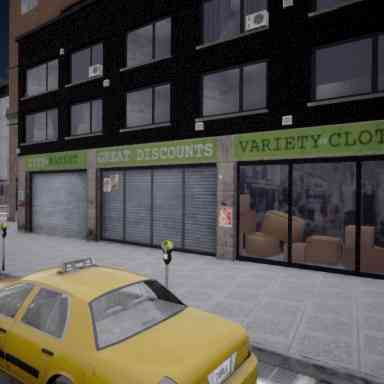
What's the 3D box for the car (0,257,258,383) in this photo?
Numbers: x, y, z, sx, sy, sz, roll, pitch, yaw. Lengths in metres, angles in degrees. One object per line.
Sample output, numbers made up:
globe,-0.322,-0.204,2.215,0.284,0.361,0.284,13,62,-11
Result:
car,-1.615,1.524,4.240,4.829,1.417,1.752,0,1,35
